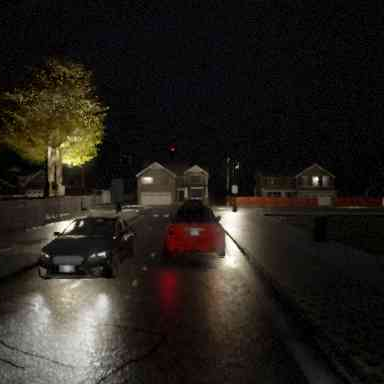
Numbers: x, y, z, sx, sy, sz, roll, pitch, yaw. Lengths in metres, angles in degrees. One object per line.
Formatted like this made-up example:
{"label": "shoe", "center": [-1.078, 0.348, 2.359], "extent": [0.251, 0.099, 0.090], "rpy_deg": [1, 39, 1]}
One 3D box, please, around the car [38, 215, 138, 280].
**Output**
{"label": "car", "center": [-2.846, 1.480, 10.015], "extent": [2.128, 1.511, 4.902], "rpy_deg": [0, 0, 0]}

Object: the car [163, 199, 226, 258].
{"label": "car", "center": [0.098, 1.338, 12.909], "extent": [2.097, 1.767, 4.553], "rpy_deg": [0, 0, 0]}
